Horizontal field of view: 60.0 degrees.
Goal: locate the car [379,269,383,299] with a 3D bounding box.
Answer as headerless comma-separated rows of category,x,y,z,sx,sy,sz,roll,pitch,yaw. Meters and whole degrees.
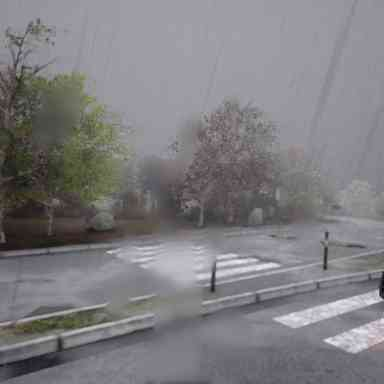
car,5.812,1.649,6.787,4.181,1.385,1.994,1,-1,-29
